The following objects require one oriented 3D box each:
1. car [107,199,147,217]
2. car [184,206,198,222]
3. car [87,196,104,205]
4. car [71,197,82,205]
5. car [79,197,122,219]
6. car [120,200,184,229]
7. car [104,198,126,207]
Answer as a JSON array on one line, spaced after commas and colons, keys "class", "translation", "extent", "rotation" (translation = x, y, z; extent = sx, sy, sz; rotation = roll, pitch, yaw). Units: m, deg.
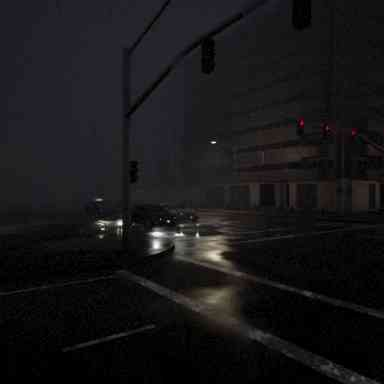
[{"class": "car", "translation": [-6.642, 1.547, 33.743], "extent": [2.128, 1.511, 4.902], "rotation": [0, 0, -35]}, {"class": "car", "translation": [-1.395, 1.581, 26.404], "extent": [1.812, 1.442, 4.674], "rotation": [0, 0, -36]}, {"class": "car", "translation": [-18.061, 1.581, 62.202], "extent": [1.812, 1.442, 4.674], "rotation": [0, 0, -34]}, {"class": "car", "translation": [-20.010, 1.547, 58.895], "extent": [2.128, 1.511, 4.902], "rotation": [0, 0, -35]}, {"class": "car", "translation": [-8.178, 1.533, 29.863], "extent": [1.882, 1.535, 5.008], "rotation": [0, 0, -35]}, {"class": "car", "translation": [-2.849, 1.560, 22.379], "extent": [1.837, 1.490, 4.892], "rotation": [0, 0, -35]}, {"class": "car", "translation": [-12.782, 1.656, 54.780], "extent": [1.895, 1.301, 4.718], "rotation": [0, 0, -36]}]
